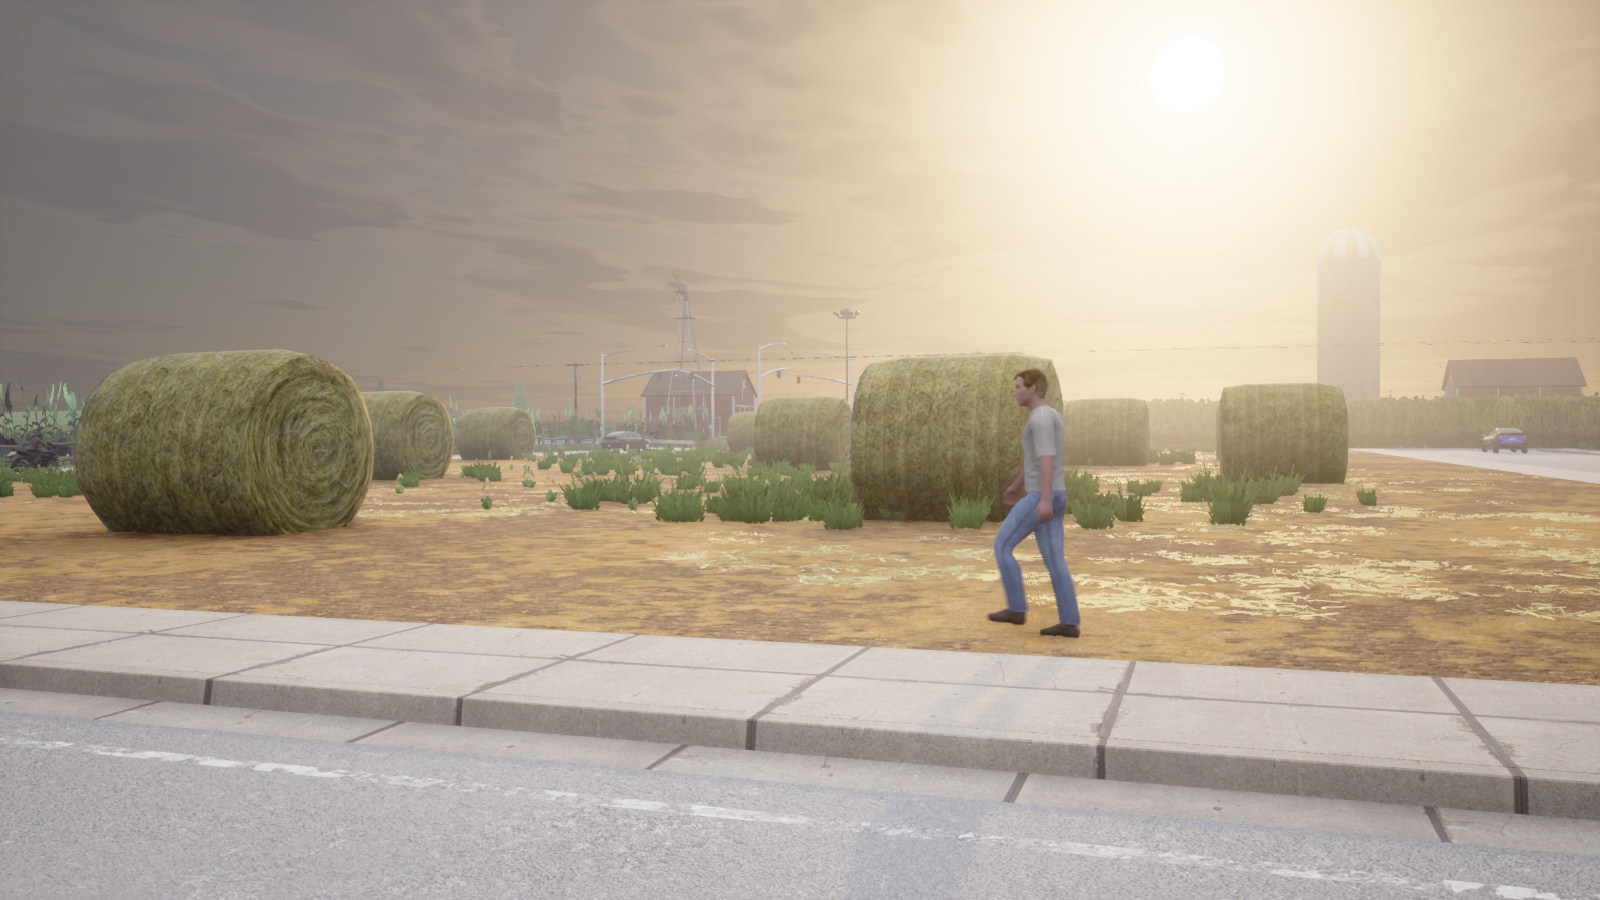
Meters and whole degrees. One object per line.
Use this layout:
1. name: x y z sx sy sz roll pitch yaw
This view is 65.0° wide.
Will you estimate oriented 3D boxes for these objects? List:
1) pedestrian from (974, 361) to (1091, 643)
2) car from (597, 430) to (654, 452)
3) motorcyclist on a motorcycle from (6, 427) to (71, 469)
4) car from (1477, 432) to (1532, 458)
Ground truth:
1. pedestrian: 1.566 0.332 8.459 0.706 1.836 0.354 1 1 21
2. car: -12.362 -0.680 89.347 1.837 1.490 4.892 1 1 21
3. motorcyclist on a motorcycle: -28.759 -0.094 47.463 0.797 1.523 2.044 1 1 21
4. car: 42.716 -0.313 76.202 2.007 1.525 4.514 1 1 18
